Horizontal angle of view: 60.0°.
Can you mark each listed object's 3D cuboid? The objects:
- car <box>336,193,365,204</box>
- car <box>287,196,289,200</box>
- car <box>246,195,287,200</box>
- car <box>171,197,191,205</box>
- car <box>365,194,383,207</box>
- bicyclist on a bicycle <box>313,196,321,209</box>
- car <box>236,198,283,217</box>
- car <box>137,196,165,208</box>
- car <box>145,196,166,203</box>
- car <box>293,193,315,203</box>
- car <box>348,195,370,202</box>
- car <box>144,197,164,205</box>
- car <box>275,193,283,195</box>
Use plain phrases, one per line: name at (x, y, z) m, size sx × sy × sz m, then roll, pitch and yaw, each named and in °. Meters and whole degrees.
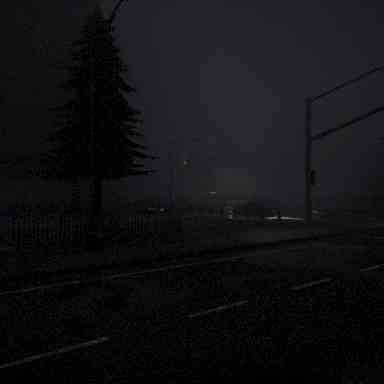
car at (34.641, 1.153, 72.308) m, size 1.932 × 1.855 × 4.605 m, roll 0°, pitch 0°, yaw -36°
car at (21.363, 1.153, 81.327) m, size 1.932 × 1.855 × 4.605 m, roll 0°, pitch 0°, yaw -36°
car at (8.497, 1.491, 40.142) m, size 2.128 × 1.511 × 4.902 m, roll 0°, pitch 0°, yaw -36°
car at (-2.087, 1.564, 60.749) m, size 1.994 × 1.385 × 4.181 m, roll 0°, pitch 0°, yaw -35°
car at (26.528, 1.153, 44.983) m, size 1.932 × 1.855 × 4.605 m, roll 0°, pitch 0°, yaw -36°
bicyclist on a bicycle at (15.931, 1.302, 42.301) m, size 1.656 × 1.620 × 0.582 m, roll 0°, pitch 0°, yaw -36°
car at (6.070, 1.564, 31.211) m, size 1.994 × 1.385 × 4.181 m, roll 0°, pitch 0°, yaw -36°
car at (-6.187, 1.477, 48.247) m, size 1.882 × 1.535 × 5.008 m, roll 0°, pitch 0°, yaw -36°
car at (-7.536, 1.547, 68.216) m, size 2.033 × 1.411 × 5.357 m, roll 0°, pitch 0°, yaw -36°
car at (20.951, 1.395, 62.403) m, size 1.970 × 1.475 × 3.806 m, roll 0°, pitch 0°, yaw -36°
car at (37.034, 1.363, 73.941) m, size 1.784 × 1.438 × 3.905 m, roll 0°, pitch 0°, yaw -36°
car at (-7.044, 1.564, 61.681) m, size 1.994 × 1.385 × 4.181 m, roll 0°, pitch 0°, yaw -36°
car at (19.210, 1.363, 79.725) m, size 1.784 × 1.438 × 3.905 m, roll 0°, pitch 0°, yaw -36°
